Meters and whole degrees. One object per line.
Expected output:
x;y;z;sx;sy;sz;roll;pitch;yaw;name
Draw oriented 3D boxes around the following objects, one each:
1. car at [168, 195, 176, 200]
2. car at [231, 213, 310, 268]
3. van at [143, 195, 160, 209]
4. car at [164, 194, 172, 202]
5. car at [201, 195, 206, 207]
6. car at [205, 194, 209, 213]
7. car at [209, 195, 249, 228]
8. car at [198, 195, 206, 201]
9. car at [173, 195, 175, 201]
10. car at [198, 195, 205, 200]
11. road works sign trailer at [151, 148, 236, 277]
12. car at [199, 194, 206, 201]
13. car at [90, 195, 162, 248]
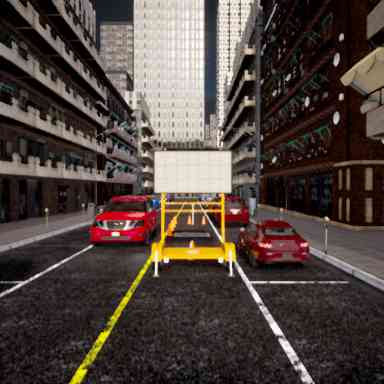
-5.348;1.463;88.652;1.887;1.381;4.507;-1;0;0;car
2.554;1.574;10.987;1.802;1.307;4.206;-1;0;0;car
-5.338;1.305;44.259;1.690;1.788;3.998;-1;0;0;van
-5.341;1.389;60.906;1.967;1.590;4.097;-1;0;0;car
2.544;1.489;44.451;1.752;1.417;4.829;-1;0;0;car
2.546;1.293;27.634;2.192;1.841;5.009;-1;0;0;car
2.547;1.298;22.084;2.192;1.841;5.009;-1;0;0;car
2.534;1.470;83.124;1.887;1.381;4.507;-1;0;0;car
-5.347;1.246;77.554;2.192;1.841;5.009;-1;0;0;car
2.532;1.444;88.843;1.752;1.417;4.829;-1;0;0;car
0.028;0.457;10.235;2.380;3.560;2.880;0;0;-1;road works sign trailer
2.542;1.399;49.830;1.967;1.590;4.097;-1;0;0;car
-2.855;1.210;15.169;2.150;2.045;5.566;0;0;0;car
